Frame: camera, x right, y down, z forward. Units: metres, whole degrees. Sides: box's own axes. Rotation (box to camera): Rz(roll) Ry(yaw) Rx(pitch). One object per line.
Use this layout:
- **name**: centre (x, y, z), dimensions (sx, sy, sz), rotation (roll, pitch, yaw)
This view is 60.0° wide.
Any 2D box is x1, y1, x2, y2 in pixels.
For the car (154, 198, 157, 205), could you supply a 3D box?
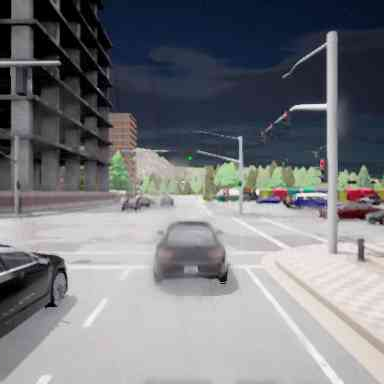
- **car**: centre (-7.843, 1.792, 62.888), dimensions (1.895, 1.301, 4.718), rotation (0, 0, 0)

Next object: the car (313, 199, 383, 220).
- **car**: centre (13.133, 1.615, 27.763), dimensions (5.008, 1.535, 1.882), rotation (0, 0, 0)

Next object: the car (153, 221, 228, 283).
- **car**: centre (-0.049, 1.558, 9.620), dimensions (1.812, 1.442, 4.674), rotation (0, 0, -1)

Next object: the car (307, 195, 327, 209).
- **car**: centre (21.058, 1.608, 53.228), dimensions (3.806, 1.475, 1.970), rotation (0, 0, 0)

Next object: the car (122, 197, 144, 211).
- **car**: centre (-7.742, 1.656, 42.706), dimensions (1.812, 1.442, 4.674), rotation (0, 0, 0)

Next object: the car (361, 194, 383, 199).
- **car**: centre (36.062, 1.397, 64.368), dimensions (4.605, 1.855, 1.932), rotation (0, 0, 0)

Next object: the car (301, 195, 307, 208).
- **car**: centre (21.057, 1.585, 56.123), dimensions (3.905, 1.438, 1.784), rotation (0, 0, 0)

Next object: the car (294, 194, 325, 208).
- **car**: centre (21.005, 1.383, 58.807), dimensions (4.605, 1.855, 1.932), rotation (0, 0, 0)

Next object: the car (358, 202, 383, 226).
- **car**: centre (15.108, 1.652, 24.251), dimensions (4.674, 1.442, 1.812), rotation (0, 0, 0)

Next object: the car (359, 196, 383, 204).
- **car**: centre (36.125, 1.616, 67.264), dimensions (3.905, 1.438, 1.784), rotation (0, 0, 0)

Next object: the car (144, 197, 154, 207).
- **car**: centre (-7.813, 1.513, 52.786), dimensions (2.097, 1.767, 4.553), rotation (0, 0, 0)

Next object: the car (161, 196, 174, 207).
- **car**: centre (-4.162, 1.524, 56.747), dimensions (2.097, 1.767, 4.553), rotation (0, 0, 0)

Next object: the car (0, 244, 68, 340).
- **car**: centre (-3.489, 1.507, 5.037), dimensions (2.128, 1.511, 4.902), rotation (0, 0, 0)
